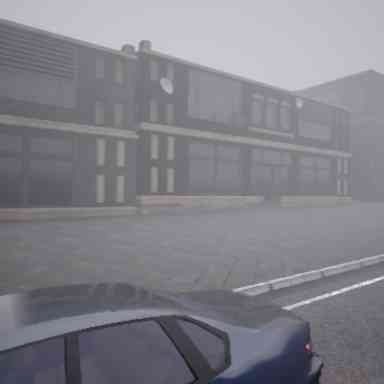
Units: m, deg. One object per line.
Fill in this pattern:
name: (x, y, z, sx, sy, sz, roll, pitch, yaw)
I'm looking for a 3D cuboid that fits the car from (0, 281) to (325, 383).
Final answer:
car: (-1.231, 1.548, 2.500, 5.357, 1.411, 2.033, 0, 0, -36)
